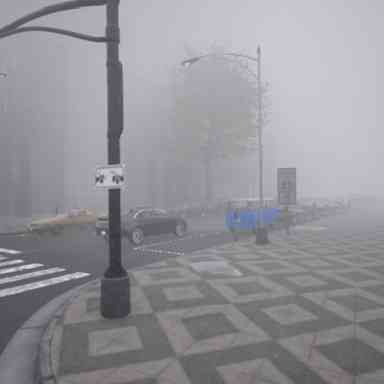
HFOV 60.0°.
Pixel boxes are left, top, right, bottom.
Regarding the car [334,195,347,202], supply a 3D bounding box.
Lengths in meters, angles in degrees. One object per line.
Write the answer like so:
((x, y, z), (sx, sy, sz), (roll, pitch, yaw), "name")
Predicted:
((33.187, 1.419, 74.331), (1.887, 1.381, 4.507), (-1, -1, 36), "car")

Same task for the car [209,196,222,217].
((2.602, 1.311, 31.857), (2.192, 1.841, 5.009), (-1, 0, 36), "car")

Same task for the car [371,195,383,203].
((35.034, 1.306, 62.308), (1.947, 1.339, 4.313), (-1, -1, 36), "car")

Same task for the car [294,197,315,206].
((18.057, 1.496, 53.316), (1.947, 1.339, 4.313), (-1, -1, 36), "car")

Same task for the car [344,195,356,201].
((39.549, 1.405, 83.168), (2.008, 1.369, 4.403), (-1, -1, 36), "car")

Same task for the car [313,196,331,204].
((24.238, 1.457, 61.901), (2.008, 1.369, 4.403), (-1, -1, 36), "car")

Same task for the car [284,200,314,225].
((6.567, 1.424, 22.770), (1.947, 1.339, 4.313), (-1, 0, 36), "car")

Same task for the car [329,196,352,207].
((21.820, 1.378, 48.686), (2.033, 1.411, 5.357), (-1, -1, 36), "car")

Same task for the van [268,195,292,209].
((11.873, 1.296, 44.734), (1.690, 1.788, 3.998), (-1, 0, 36), "van")

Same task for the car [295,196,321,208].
((15.977, 1.390, 45.707), (2.128, 1.511, 4.902), (-1, -1, 36), "car")

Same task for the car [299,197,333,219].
((9.729, 1.387, 27.163), (1.887, 1.381, 4.507), (-1, 0, 36), "car")

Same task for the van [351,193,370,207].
((22.378, 1.129, 44.737), (1.690, 1.788, 3.998), (-1, -1, 36), "van")

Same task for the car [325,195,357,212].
((16.055, 1.365, 35.949), (2.008, 1.369, 4.403), (-1, 0, 36), "car")

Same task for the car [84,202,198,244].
((-2.156, 1.432, 15.387), (2.128, 1.511, 4.902), (-1, -1, 36), "car")

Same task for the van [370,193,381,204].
((28.705, 1.104, 53.524), (1.690, 1.788, 3.998), (-1, -1, 36), "van")

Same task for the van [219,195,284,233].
((3.401, 1.214, 18.379), (1.690, 1.788, 3.998), (-1, 0, 36), "van")

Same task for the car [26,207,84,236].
((-6.772, 1.568, 18.843), (1.752, 1.417, 4.829), (-1, 0, 36), "car")

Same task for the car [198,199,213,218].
((-0.485, 1.556, 27.564), (1.887, 1.381, 4.507), (-1, 0, 36), "car")

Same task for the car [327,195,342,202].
((30.006, 1.436, 69.913), (2.008, 1.369, 4.403), (-1, -1, 36), "car")

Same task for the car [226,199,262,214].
((5.696, 1.533, 36.148), (2.008, 1.369, 4.403), (-1, 0, 36), "car")

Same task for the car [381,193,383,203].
((31.969, 1.276, 58.053), (1.752, 1.417, 4.829), (-1, -1, 36), "car")

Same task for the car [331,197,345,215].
((12.893, 1.410, 31.557), (1.802, 1.307, 4.206), (-1, 0, 36), "car")

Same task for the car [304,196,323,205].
((21.048, 1.444, 57.471), (1.752, 1.417, 4.829), (-1, -1, 36), "car")
